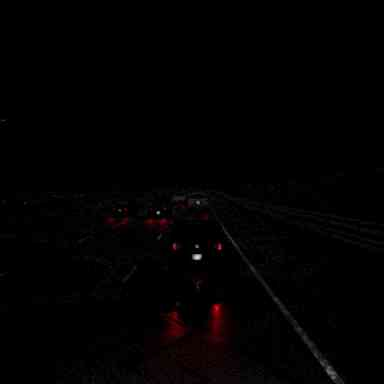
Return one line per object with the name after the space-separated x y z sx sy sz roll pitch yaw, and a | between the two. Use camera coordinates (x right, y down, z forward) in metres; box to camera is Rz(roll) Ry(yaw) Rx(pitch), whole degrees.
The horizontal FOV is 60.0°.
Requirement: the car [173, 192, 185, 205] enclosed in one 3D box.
-2.013 1.018 56.112 2.150 2.045 5.566 0 0 3 | car

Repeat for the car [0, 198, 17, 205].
-20.410 1.400 38.215 2.128 1.511 4.902 0 0 2 | car

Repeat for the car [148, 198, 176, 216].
-2.942 1.539 31.834 1.895 1.301 4.718 0 0 2 | car

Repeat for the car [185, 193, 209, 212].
0.733 1.133 37.547 2.150 2.045 5.566 0 0 2 | car

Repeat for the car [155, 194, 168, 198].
-5.366 1.137 59.011 2.097 1.767 4.553 0 1 3 | car

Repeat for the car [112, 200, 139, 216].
-6.428 1.462 32.255 1.812 1.442 4.674 0 0 2 | car

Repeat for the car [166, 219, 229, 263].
0.176 1.619 11.997 1.895 1.301 4.718 0 0 1 | car

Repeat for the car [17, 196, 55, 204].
-16.948 1.263 37.129 2.097 1.767 4.553 0 0 2 | car
